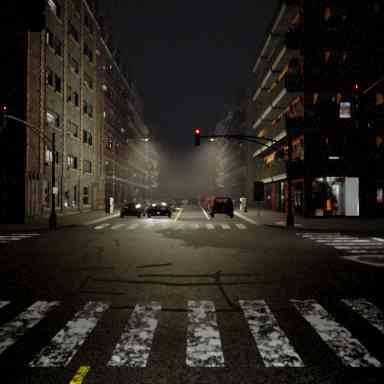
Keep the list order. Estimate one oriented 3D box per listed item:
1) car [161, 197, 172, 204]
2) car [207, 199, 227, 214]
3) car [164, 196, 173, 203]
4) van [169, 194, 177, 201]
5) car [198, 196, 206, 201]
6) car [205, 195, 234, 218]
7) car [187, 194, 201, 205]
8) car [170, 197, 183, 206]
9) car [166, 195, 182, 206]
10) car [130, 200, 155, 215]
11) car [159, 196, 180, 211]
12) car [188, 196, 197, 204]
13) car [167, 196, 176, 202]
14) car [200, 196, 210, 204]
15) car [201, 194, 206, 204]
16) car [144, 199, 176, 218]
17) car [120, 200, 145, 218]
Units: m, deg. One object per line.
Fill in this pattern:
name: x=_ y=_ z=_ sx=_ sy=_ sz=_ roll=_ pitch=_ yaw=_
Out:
car: x=-5.224 y=1.668 z=69.061 sx=2.008 sy=1.369 sz=4.403 roll=1 pitch=0 yaw=0
car: x=2.623 y=1.541 z=35.894 sx=1.752 sy=1.417 sz=4.829 roll=1 pitch=0 yaw=0
car: x=-5.217 y=1.672 z=74.453 sx=1.752 sy=1.417 sz=4.829 roll=1 pitch=0 yaw=0
van: x=-5.195 y=1.590 z=91.317 sx=1.690 sy=1.788 sz=3.998 roll=1 pitch=0 yaw=0
car: x=2.681 y=1.815 z=91.338 sx=1.947 sy=1.339 sz=4.313 roll=1 pitch=0 yaw=0
car: x=2.620 y=1.327 z=30.165 sx=2.192 sy=1.841 sz=5.009 roll=1 pitch=0 yaw=0
car: x=0.174 y=1.551 z=59.909 sx=1.882 sy=1.535 sz=5.008 roll=0 pitch=0 yaw=0
car: x=-2.681 y=1.620 z=59.568 sx=2.033 sy=1.411 sz=5.357 roll=0 pitch=0 yaw=0
car: x=-2.723 y=1.602 z=49.207 sx=1.994 sy=1.385 sz=4.181 roll=0 pitch=0 yaw=1
car: x=-5.258 y=1.581 z=35.689 sx=1.947 sy=1.339 sz=4.313 roll=1 pitch=0 yaw=0
car: x=-2.787 y=1.524 z=39.273 sx=1.837 sy=1.490 sz=4.892 roll=0 pitch=0 yaw=0
car: x=0.152 y=1.602 z=70.349 sx=1.882 sy=1.535 sz=5.008 roll=0 pitch=0 yaw=0
car: x=-5.205 y=1.766 z=85.751 sx=2.008 sy=1.369 sz=4.403 roll=1 pitch=0 yaw=0
car: x=2.658 y=1.558 z=69.087 sx=1.967 sy=1.590 sz=4.097 roll=1 pitch=0 yaw=0
car: x=2.631 y=1.336 z=41.289 sx=2.192 sy=1.841 sz=5.009 roll=1 pitch=0 yaw=0
car: x=-2.802 y=1.575 z=29.840 sx=1.994 sy=1.385 sz=4.181 roll=0 pitch=0 yaw=0
car: x=-5.265 y=1.578 z=30.128 sx=1.947 sy=1.339 sz=4.313 roll=1 pitch=0 yaw=0
